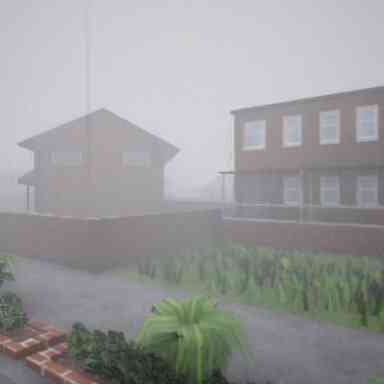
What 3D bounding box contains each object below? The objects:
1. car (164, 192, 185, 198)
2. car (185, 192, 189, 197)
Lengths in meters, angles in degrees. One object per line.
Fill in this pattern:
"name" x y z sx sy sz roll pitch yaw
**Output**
"car" -3.970 1.233 50.940 2.150 2.045 5.566 0 0 36
"car" -2.537 1.004 86.966 3.866 1.878 1.905 0 0 -19
